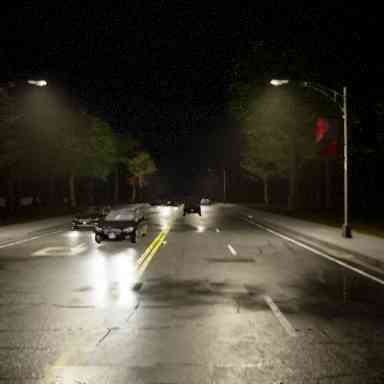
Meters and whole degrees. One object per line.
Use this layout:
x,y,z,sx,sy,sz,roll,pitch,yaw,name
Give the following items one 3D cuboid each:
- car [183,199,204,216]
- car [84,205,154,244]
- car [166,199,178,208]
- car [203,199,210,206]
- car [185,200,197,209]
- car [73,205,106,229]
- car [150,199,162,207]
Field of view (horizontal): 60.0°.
0.014,1.770,36.565,1.882,1.535,5.008,0,-1,0,car
-3.357,1.612,16.429,2.128,1.511,4.902,0,0,0,car
-3.552,2.015,58.748,1.837,1.490,4.892,0,0,0,car
2.843,2.185,71.999,1.812,1.442,4.674,0,-1,-1,car
-0.121,2.070,54.787,1.895,1.301,4.718,0,-1,-1,car
-6.625,1.678,22.923,1.837,1.490,4.892,0,-1,0,car
-6.828,2.114,63.893,2.033,1.411,5.357,0,-1,0,car
